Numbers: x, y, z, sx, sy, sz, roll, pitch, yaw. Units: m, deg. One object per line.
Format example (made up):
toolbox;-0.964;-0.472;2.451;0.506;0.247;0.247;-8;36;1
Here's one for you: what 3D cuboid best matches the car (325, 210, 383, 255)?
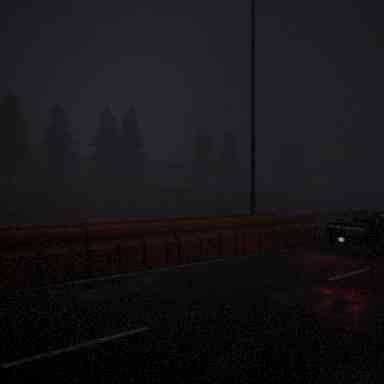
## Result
car;7.365;1.499;13.373;4.902;1.511;2.128;0;0;-35
